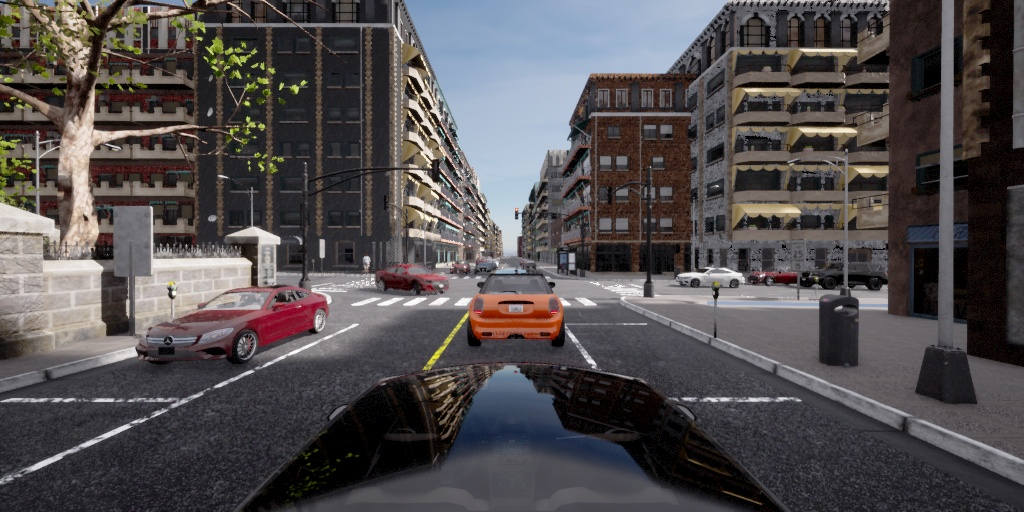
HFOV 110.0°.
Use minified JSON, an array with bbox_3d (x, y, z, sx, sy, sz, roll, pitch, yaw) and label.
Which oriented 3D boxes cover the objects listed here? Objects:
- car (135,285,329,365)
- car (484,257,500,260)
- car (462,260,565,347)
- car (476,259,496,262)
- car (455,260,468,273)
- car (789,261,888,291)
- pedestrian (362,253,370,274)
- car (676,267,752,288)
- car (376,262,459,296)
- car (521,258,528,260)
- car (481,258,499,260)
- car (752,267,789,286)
[{"bbox_3d":[-5.700,1.331,8.009,1.802,1.307,4.207,0,0,0],"label":"car"},{"bbox_3d":[-3.179,1.274,59.727,1.812,1.442,4.674,0,0,0],"label":"car"},{"bbox_3d":[0.113,1.101,9.522,2.097,1.767,4.553,0,0,1],"label":"car"},{"bbox_3d":[-3.162,1.312,41.018,1.994,1.385,4.181,0,0,0],"label":"car"},{"bbox_3d":[-5.758,1.187,40.420,1.967,1.591,4.097,0,0,0],"label":"car"},{"bbox_3d":[24.215,1.417,26.380,5.566,2.045,2.150,1,0,-1],"label":"car"},{"bbox_3d":[-12.765,0.651,31.400,0.375,1.860,0.375,0,-1,-1],"label":"pedestrian"},{"bbox_3d":[14.472,1.549,26.249,4.674,1.442,1.812,1,0,-2],"label":"car"},{"bbox_3d":[-5.468,1.229,19.561,5.008,1.535,1.882,0,-2,39],"label":"car"},{"bbox_3d":[2.602,1.298,51.706,2.007,1.370,4.403,0,0,0],"label":"car"},{"bbox_3d":[-3.174,1.312,49.992,1.994,1.385,4.181,0,0,0],"label":"car"},{"bbox_3d":[21.332,1.570,28.904,4.097,1.591,1.967,0,0,-1],"label":"car"}]
